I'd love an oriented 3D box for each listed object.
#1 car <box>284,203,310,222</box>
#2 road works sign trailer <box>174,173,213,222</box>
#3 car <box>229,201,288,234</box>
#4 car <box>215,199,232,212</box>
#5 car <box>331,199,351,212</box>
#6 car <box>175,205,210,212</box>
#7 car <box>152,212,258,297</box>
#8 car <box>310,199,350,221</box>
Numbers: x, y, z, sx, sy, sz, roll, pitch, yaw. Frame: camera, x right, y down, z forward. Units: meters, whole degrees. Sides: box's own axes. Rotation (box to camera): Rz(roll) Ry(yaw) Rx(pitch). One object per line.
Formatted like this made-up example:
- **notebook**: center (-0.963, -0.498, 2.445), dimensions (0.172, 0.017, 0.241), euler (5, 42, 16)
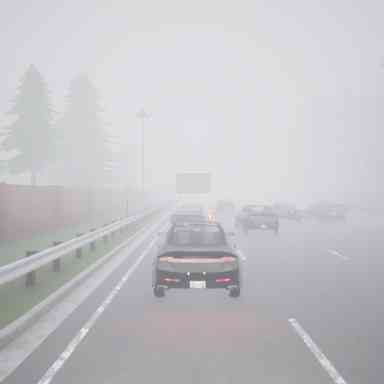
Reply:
- **car**: center (7.120, 1.547, 26.168), dimensions (2.033, 1.411, 5.357), euler (0, 0, 0)
- **road works sign trailer**: center (0.078, 0.464, 22.918), dimensions (2.380, 3.560, 2.880), euler (0, 0, 0)
- **car**: center (3.614, 1.491, 19.092), dimensions (2.128, 1.511, 4.902), euler (0, 0, 0)
- **car**: center (3.628, 1.503, 36.820), dimensions (1.837, 1.490, 4.892), euler (0, 0, 0)
- **car**: center (14.125, 1.478, 33.547), dimensions (1.882, 1.535, 5.008), euler (0, 0, 0)
- **car**: center (-0.026, 1.474, 19.000), dimensions (1.882, 1.535, 5.008), euler (0, 0, 6)
- **car**: center (0.107, 1.491, 8.554), dimensions (2.128, 1.511, 4.902), euler (0, 0, 0)
- **car**: center (10.620, 1.565, 26.906), dimensions (1.994, 1.385, 4.181), euler (0, 0, 0)
